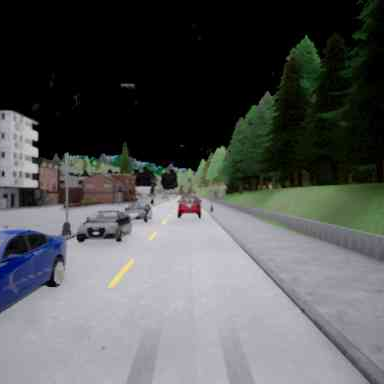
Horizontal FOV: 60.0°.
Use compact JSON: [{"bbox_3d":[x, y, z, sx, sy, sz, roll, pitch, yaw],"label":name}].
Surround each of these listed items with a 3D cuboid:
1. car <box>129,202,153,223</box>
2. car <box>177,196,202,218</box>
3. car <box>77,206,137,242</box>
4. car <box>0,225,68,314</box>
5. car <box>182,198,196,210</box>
[{"bbox_3d":[-4.308,1.602,27.019,2.128,1.511,4.902,0,0,0],"label":"car"},{"bbox_3d":[-0.228,1.340,31.611,2.150,2.045,5.566,0,0,0],"label":"car"},{"bbox_3d":[-4.236,1.636,16.659,1.994,1.385,4.181,0,0,0],"label":"car"},{"bbox_3d":[-4.149,1.513,6.641,1.882,1.535,5.008,0,0,-1],"label":"car"},{"bbox_3d":[-0.359,1.651,46.674,1.882,1.535,5.008,0,0,0],"label":"car"}]
